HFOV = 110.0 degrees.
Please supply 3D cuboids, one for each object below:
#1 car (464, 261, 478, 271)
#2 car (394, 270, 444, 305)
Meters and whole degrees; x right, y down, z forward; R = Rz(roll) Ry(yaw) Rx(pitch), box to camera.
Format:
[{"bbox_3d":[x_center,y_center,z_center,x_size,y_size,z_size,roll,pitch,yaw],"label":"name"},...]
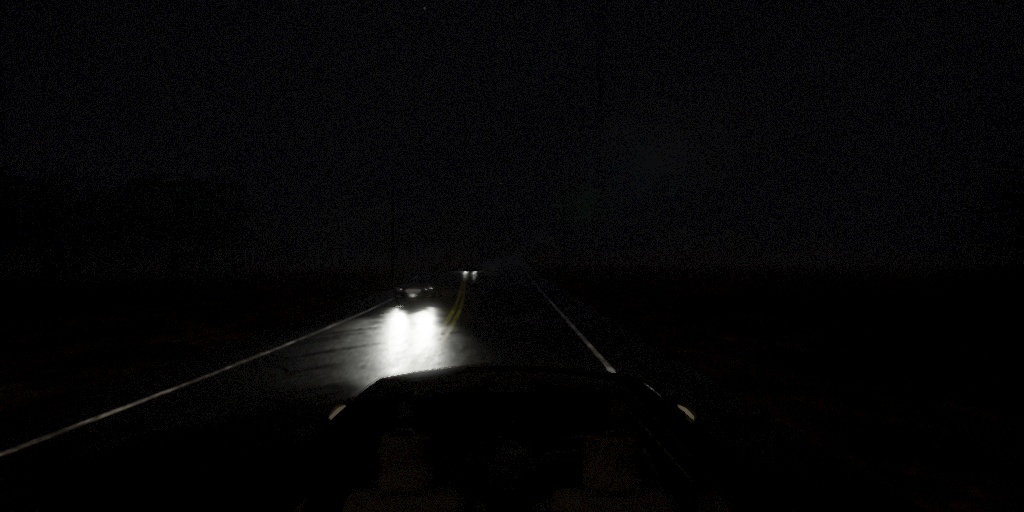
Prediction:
[{"bbox_3d":[-6.754,1.667,59.095,1.837,1.490,4.892,0,0,1],"label":"car"},{"bbox_3d":[-4.424,1.429,17.579,2.128,1.511,4.902,0,-1,-6],"label":"car"}]
